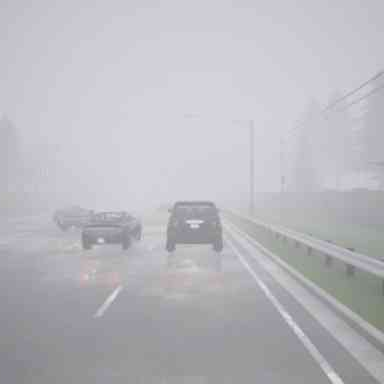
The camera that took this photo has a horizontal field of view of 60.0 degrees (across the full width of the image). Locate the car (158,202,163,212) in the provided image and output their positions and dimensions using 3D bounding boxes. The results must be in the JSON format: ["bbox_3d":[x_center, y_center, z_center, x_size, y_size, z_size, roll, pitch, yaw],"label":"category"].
[{"bbox_3d":[-3.404,1.937,44.255,1.994,1.385,4.181,0,0,0],"label":"car"}]

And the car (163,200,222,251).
[{"bbox_3d":[0.099,1.348,14.821,2.150,2.045,5.566,0,0,0],"label":"car"}]

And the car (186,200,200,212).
[{"bbox_3d":[0.099,1.911,45.670,1.812,1.442,4.674,0,0,0],"label":"car"}]

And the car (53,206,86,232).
[{"bbox_3d":[-6.903,1.782,21.497,1.895,1.301,4.718,0,0,0],"label":"car"}]

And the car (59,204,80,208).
[{"bbox_3d":[-10.402,1.767,28.725,1.812,1.442,4.674,0,0,0],"label":"car"}]

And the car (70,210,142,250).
[{"bbox_3d":[-3.403,1.618,14.853,2.128,1.511,4.902,0,0,0],"label":"car"}]
